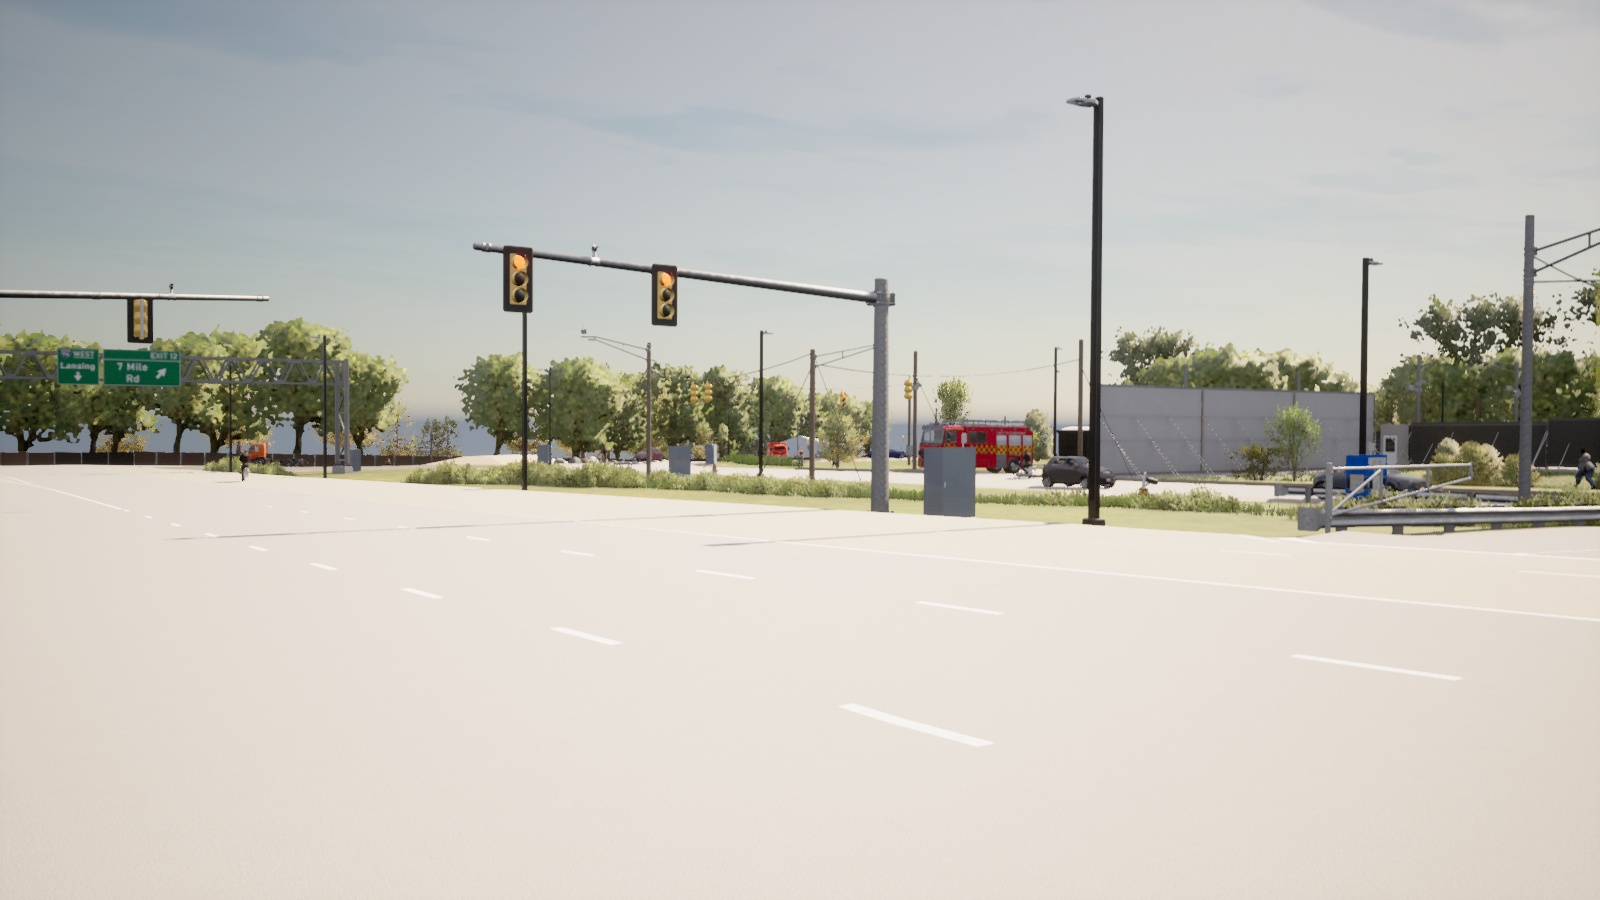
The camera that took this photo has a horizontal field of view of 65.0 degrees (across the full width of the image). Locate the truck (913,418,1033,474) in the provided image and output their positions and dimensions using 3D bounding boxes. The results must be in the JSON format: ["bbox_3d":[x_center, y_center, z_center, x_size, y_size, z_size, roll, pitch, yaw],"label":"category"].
[{"bbox_3d":[12.461,-0.283,90.324,8.468,3.827,2.891,0,1,-29],"label":"truck"}]

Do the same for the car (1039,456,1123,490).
[{"bbox_3d":[13.316,1.046,59.643,1.845,1.501,3.633,-1,1,-34],"label":"car"}]

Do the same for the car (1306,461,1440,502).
[{"bbox_3d":[21.603,1.150,47.505,1.994,1.385,4.181,-1,1,-35],"label":"car"}]

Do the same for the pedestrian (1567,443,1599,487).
[{"bbox_3d":[33.363,0.620,53.430,0.874,1.855,0.900,-1,2,-34],"label":"pedestrian"}]
